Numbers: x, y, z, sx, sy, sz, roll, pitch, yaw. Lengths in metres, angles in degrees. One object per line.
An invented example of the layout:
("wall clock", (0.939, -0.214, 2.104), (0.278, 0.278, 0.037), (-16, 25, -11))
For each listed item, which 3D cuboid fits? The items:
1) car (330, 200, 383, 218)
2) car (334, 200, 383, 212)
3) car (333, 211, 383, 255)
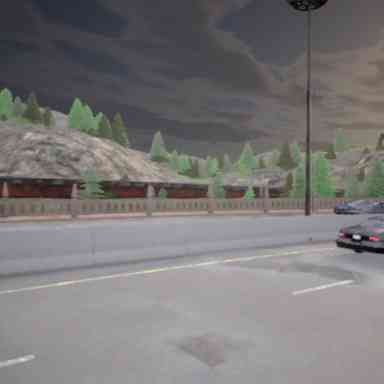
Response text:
("car", (15.368, 1.498, 30.516), (5.008, 1.535, 1.882), (0, 0, -18))
("car", (14.452, 1.561, 26.579), (5.357, 1.411, 2.033), (0, 0, -20))
("car", (7.696, 1.543, 12.117), (5.357, 1.411, 2.033), (0, 0, -26))
